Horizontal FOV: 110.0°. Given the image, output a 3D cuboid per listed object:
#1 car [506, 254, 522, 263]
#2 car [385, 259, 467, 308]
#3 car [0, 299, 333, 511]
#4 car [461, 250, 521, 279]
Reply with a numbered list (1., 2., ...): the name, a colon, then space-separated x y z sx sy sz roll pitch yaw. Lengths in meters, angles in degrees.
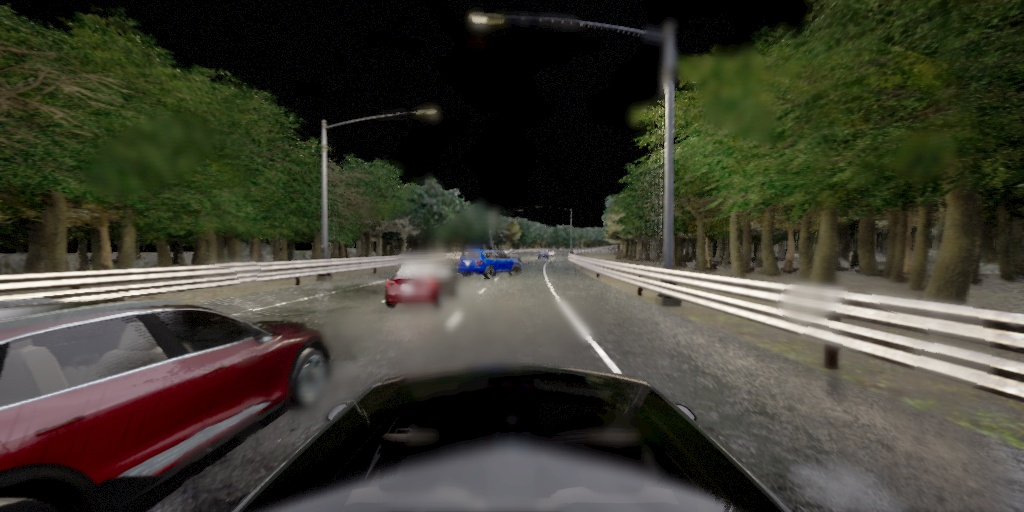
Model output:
1. car: 0.318 0.307 57.247 1.895 1.301 4.718 0 1 8
2. car: -3.323 1.056 13.992 2.163 1.488 4.792 0 1 2
3. car: -3.508 1.148 3.106 2.033 1.649 4.856 0 1 0
4. car: -1.534 0.548 26.416 2.150 2.045 5.566 1 1 33
